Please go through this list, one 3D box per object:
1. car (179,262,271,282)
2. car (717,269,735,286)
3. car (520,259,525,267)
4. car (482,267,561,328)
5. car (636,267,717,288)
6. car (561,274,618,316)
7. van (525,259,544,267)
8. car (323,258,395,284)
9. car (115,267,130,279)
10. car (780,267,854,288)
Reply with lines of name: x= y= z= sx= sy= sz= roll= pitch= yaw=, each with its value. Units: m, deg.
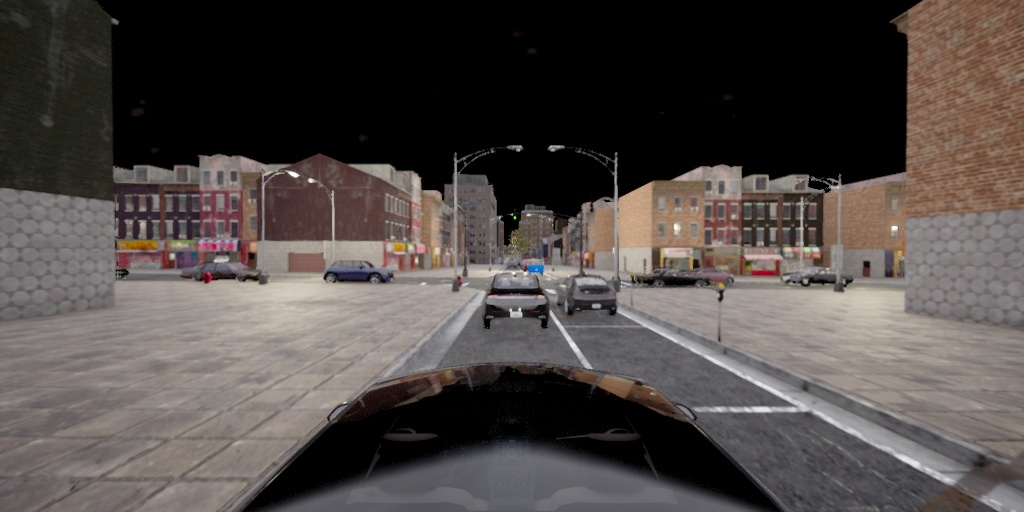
car: x=-20.292 y=1.140 z=25.439 sx=5.357 sy=1.411 sz=2.033 roll=1 pitch=1 yaw=0
car: x=15.144 y=1.592 z=28.308 sx=4.181 sy=1.385 sz=1.994 roll=1 pitch=1 yaw=0
car: x=2.676 y=1.320 z=50.895 sx=2.192 sy=1.841 sz=5.009 roll=0 pitch=0 yaw=0
car: x=0.108 y=1.268 z=11.484 sx=2.128 sy=1.511 sz=4.902 roll=0 pitch=0 yaw=0
car: x=11.430 y=1.615 z=25.429 sx=4.718 sy=1.301 sz=1.895 roll=1 pitch=1 yaw=0
car: x=2.645 y=1.333 z=13.360 sx=2.007 sy=1.370 sz=4.403 roll=0 pitch=0 yaw=0
van: x=2.668 y=1.266 z=40.315 sx=1.690 sy=1.789 sz=3.998 roll=0 pitch=0 yaw=0
car: x=-10.740 y=1.073 z=25.423 sx=4.553 sy=1.767 sz=2.097 roll=1 pitch=1 yaw=0
car: x=-30.268 y=1.058 z=25.477 sx=4.718 sy=1.301 sz=1.895 roll=1 pitch=1 yaw=0
car: x=23.981 y=1.636 z=28.281 sx=4.902 sy=1.511 sz=2.128 roll=1 pitch=1 yaw=0
